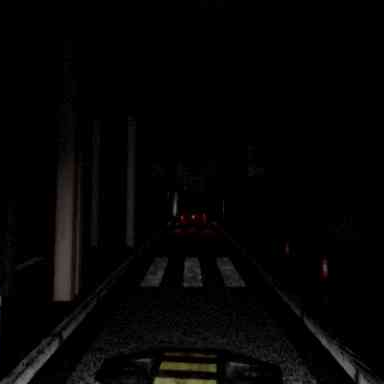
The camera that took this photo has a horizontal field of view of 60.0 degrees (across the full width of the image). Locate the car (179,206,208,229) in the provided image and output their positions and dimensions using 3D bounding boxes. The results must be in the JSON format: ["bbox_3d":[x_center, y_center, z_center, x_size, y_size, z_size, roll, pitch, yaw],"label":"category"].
[{"bbox_3d":[0.096,1.830,25.480,2.097,1.767,4.553,0,-2,0],"label":"car"}]

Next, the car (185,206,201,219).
[{"bbox_3d":[0.093,2.610,42.898,1.882,1.535,5.008,0,-3,0],"label":"car"}]
